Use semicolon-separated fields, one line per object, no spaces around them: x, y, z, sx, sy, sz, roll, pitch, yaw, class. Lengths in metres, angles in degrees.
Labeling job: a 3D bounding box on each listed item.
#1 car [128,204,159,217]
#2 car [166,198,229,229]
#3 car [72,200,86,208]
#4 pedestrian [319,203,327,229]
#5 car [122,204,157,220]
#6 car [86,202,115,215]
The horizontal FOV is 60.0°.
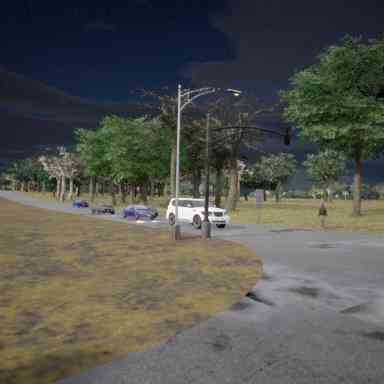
-5.820;2.121;39.489;1.994;1.385;4.181;3;-2;-34;car
0.244;1.458;23.765;2.150;2.045;5.566;3;-2;-34;car
-21.018;2.220;62.280;1.882;1.535;5.008;3;-2;-34;car
9.323;1.717;23.842;0.375;1.860;0.375;1;-1;-34;pedestrian
-5.197;1.883;31.931;1.812;1.442;4.674;3;-2;-34;car
-10.879;2.014;40.427;1.994;1.385;4.181;3;-2;-34;car
